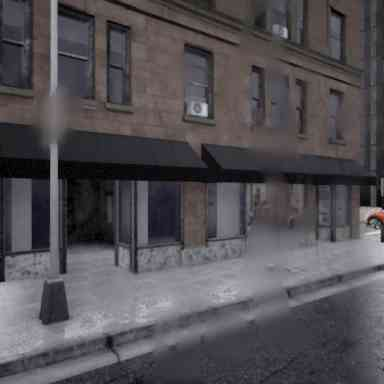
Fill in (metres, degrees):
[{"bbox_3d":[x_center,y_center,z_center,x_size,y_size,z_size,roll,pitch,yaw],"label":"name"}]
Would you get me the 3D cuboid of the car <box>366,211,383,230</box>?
[{"bbox_3d":[12.231,1.350,18.676,2.097,1.767,4.553,0,0,-25],"label":"car"}]
